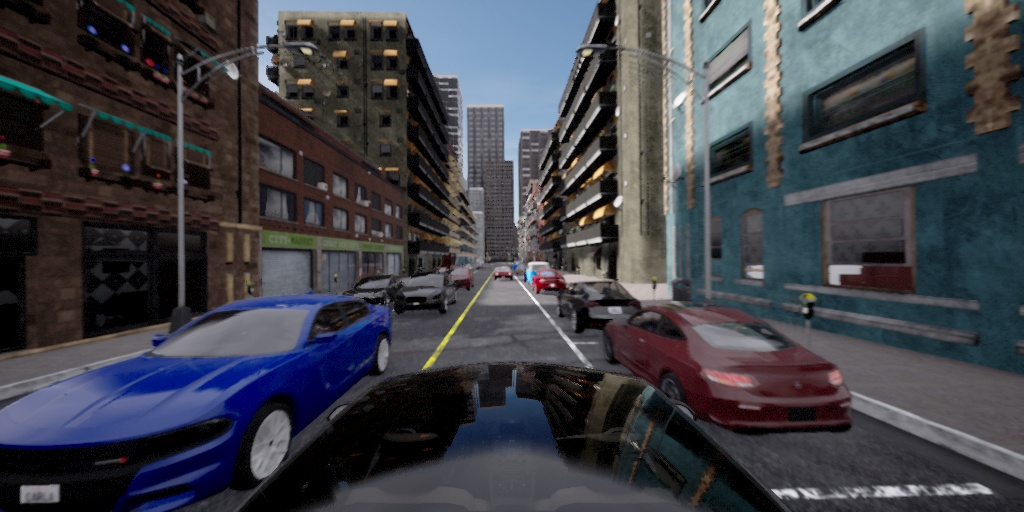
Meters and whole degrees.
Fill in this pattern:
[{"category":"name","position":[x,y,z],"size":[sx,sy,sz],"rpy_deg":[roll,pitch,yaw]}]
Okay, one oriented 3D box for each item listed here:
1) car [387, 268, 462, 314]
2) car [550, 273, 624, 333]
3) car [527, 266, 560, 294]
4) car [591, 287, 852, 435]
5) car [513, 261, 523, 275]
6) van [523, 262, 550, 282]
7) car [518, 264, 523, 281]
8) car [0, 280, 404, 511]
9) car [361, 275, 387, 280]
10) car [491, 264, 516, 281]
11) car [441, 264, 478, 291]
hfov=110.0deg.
[{"category":"car","position":[-3.416,1.441,14.937],"size":[1.837,1.490,4.892],"rpy_deg":[-1,-1,-2]},{"category":"car","position":[2.496,1.397,10.931],"size":[1.948,1.339,4.313],"rpy_deg":[0,0,-2]},{"category":"car","position":[2.179,1.508,21.972],"size":[1.888,1.381,4.507],"rpy_deg":[0,0,-2]},{"category":"car","position":[2.655,1.348,5.410],"size":[1.802,1.307,4.207],"rpy_deg":[0,0,-2]},{"category":"car","position":[1.380,1.822,49.745],"size":[1.751,1.417,4.829],"rpy_deg":[0,0,-2]},{"category":"van","position":[2.020,1.370,27.493],"size":[1.690,1.789,3.998],"rpy_deg":[0,0,-2]},{"category":"car","position":[1.861,1.661,33.014],"size":[1.948,1.339,4.313],"rpy_deg":[0,0,-2]},{"category":"car","position":[-3.129,1.294,4.813],"size":[1.882,1.535,5.008],"rpy_deg":[-1,-1,-2]},{"category":"car","position":[-6.040,1.543,16.222],"size":[1.948,1.339,4.313],"rpy_deg":[0,0,-2]},{"category":"car","position":[-0.862,1.759,36.044],"size":[1.895,1.301,4.718],"rpy_deg":[-1,-1,-1]},{"category":"car","position":[-3.694,1.535,25.086],"size":[1.882,1.535,5.008],"rpy_deg":[-1,-1,-2]}]
